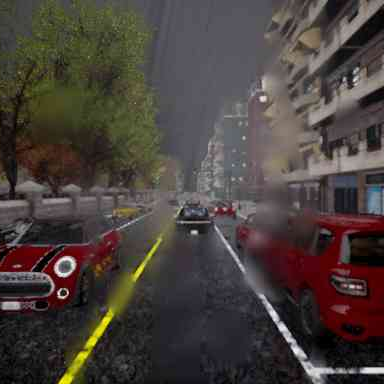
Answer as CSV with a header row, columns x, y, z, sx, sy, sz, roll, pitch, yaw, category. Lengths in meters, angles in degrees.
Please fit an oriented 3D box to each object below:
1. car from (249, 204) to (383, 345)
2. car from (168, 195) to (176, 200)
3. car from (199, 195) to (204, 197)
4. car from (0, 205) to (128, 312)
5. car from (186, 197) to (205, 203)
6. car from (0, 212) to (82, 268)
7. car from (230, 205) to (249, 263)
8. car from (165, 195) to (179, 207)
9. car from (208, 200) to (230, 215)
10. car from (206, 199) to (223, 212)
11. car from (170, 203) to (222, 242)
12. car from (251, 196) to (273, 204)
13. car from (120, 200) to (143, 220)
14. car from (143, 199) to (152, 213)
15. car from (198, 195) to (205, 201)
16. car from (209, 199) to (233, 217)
x,y,z,sx,sy,sz,roll,pitch,yaw,category
2.688,1.319,6.375,2.192,1.841,5.009,0,0,0,car
-5.693,1.572,94.794,1.967,1.590,4.097,0,0,0,car
2.688,1.645,89.429,1.752,1.417,4.829,0,0,0,car
-3.100,1.357,7.948,2.097,1.767,4.553,0,0,0,car
0.099,1.517,32.505,2.128,1.511,4.902,0,0,0,car
-5.691,1.558,12.005,2.008,1.369,4.403,0,0,0,car
2.689,1.447,12.006,1.967,1.590,4.097,0,0,0,car
-3.000,1.522,50.841,1.994,1.385,4.181,0,0,0,car
2.689,1.594,34.527,1.947,1.339,4.313,0,0,0,car
2.688,1.561,40.328,1.752,1.417,4.829,0,0,0,car
0.098,1.501,16.507,2.128,1.511,4.902,0,0,0,car
14.615,1.665,67.150,5.009,1.841,2.192,1,-1,0,car
-5.692,1.547,28.726,1.752,1.417,4.829,0,0,0,car
-5.691,1.579,34.526,2.008,1.369,4.403,0,0,0,car
2.688,1.677,94.794,1.887,1.381,4.507,0,0,0,car
2.688,1.461,28.896,1.967,1.590,4.097,0,0,0,car
